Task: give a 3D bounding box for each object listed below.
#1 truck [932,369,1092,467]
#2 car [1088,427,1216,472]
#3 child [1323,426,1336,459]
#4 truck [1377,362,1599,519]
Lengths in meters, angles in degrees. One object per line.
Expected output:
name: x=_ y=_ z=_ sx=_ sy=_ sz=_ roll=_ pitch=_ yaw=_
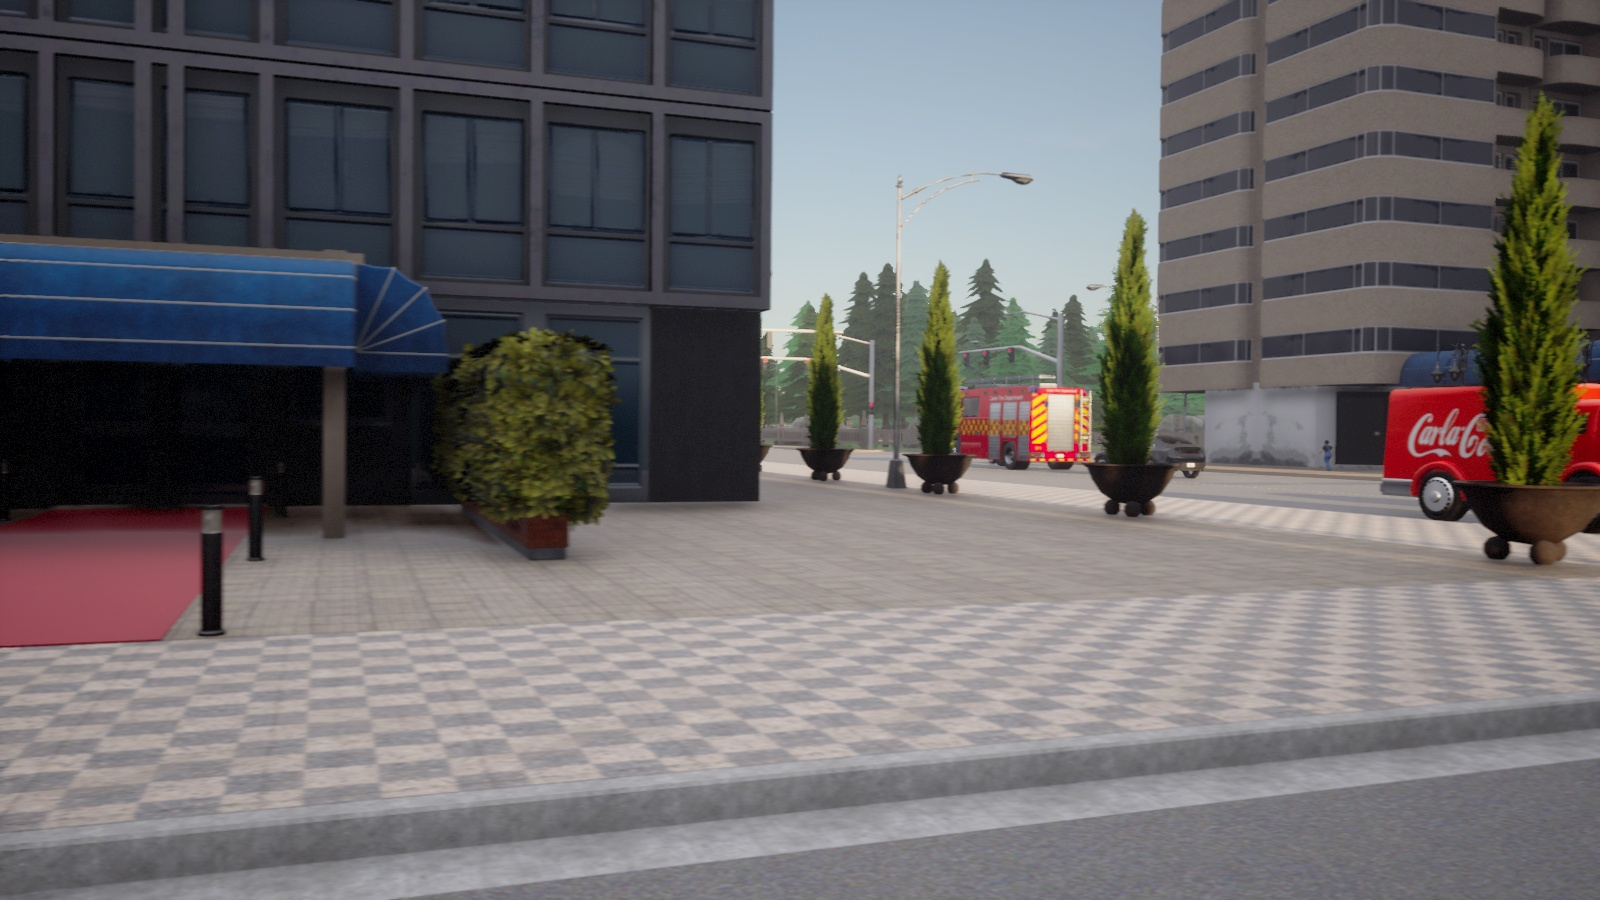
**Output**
truck: x=8.862 y=-1.337 z=53.737 sx=2.891 sy=3.827 sz=8.468 roll=-1 pitch=1 yaw=-20
car: x=12.332 y=-0.052 z=44.367 sx=1.837 sy=1.490 sz=4.892 roll=-1 pitch=1 yaw=-20
child: x=20.713 y=-0.289 z=49.143 sx=0.270 sy=1.263 sz=0.437 roll=-1 pitch=1 yaw=-16
truck: x=13.127 y=-0.188 z=21.938 sx=2.627 sy=2.467 sz=5.204 roll=-1 pitch=1 yaw=-20
